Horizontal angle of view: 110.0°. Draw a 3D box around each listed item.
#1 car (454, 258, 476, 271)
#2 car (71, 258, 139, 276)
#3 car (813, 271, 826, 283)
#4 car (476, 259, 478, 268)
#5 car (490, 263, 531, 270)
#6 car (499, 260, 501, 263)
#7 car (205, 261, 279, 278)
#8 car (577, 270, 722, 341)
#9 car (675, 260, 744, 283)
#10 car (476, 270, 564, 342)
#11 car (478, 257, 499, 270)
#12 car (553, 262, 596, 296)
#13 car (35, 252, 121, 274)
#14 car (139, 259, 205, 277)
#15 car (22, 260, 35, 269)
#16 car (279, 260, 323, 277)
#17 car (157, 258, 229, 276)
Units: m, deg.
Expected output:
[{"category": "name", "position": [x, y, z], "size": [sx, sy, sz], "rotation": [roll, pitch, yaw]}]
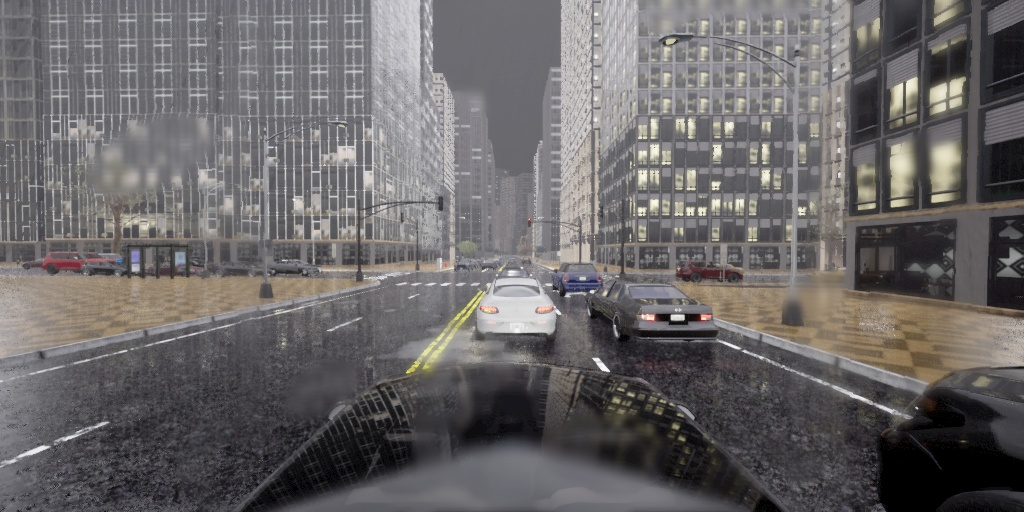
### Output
[{"category": "car", "position": [-6.588, 1.068, 49.244], "size": [2.097, 1.767, 4.553], "rotation": [0, 0, 1]}, {"category": "car", "position": [-34.074, 1.069, 30.585], "size": [4.313, 1.339, 1.948], "rotation": [0, 0, 1]}, {"category": "car", "position": [27.663, 1.579, 29.507], "size": [4.829, 1.417, 1.751], "rotation": [0, 0, 1]}, {"category": "car", "position": [-6.543, 1.211, 58.341], "size": [1.837, 1.490, 4.892], "rotation": [0, 0, 0]}, {"category": "car", "position": [0.112, 1.288, 18.888], "size": [2.033, 1.411, 5.357], "rotation": [0, 0, 0]}, {"category": "car", "position": [-3.282, 1.304, 60.987], "size": [1.895, 1.301, 4.718], "rotation": [0, 0, 0]}, {"category": "car", "position": [-22.710, 1.174, 30.270], "size": [4.313, 1.339, 1.948], "rotation": [0, 0, 1]}, {"category": "car", "position": [3.358, 1.293, 9.782], "size": [2.033, 1.411, 5.357], "rotation": [0, 0, 0]}, {"category": "car", "position": [16.215, 1.269, 29.713], "size": [5.009, 1.841, 2.192], "rotation": [0, 0, 1]}, {"category": "car", "position": [0.105, 1.272, 9.644], "size": [1.812, 1.442, 4.674], "rotation": [0, 0, 0]}, {"category": "car", "position": [-3.304, 1.262, 51.227], "size": [2.033, 1.411, 5.357], "rotation": [0, 0, 0]}, {"category": "car", "position": [3.363, 1.093, 19.168], "size": [2.097, 1.767, 4.553], "rotation": [0, 0, 0]}, {"category": "car", "position": [-40.015, 0.628, 33.347], "size": [5.566, 2.045, 2.150], "rotation": [1, 1, 1]}, {"category": "car", "position": [-28.394, 1.138, 30.407], "size": [4.207, 1.307, 1.802], "rotation": [0, 0, 1]}, {"category": "car", "position": [-50.941, 0.793, 39.374], "size": [4.207, 1.307, 1.802], "rotation": [0, 0, 1]}, {"category": "car", "position": [-20.005, 1.080, 32.921], "size": [4.902, 1.511, 2.128], "rotation": [1, 1, 1]}, {"category": "car", "position": [-29.416, 0.981, 33.120], "size": [5.008, 1.535, 1.882], "rotation": [1, 1, 1]}]
